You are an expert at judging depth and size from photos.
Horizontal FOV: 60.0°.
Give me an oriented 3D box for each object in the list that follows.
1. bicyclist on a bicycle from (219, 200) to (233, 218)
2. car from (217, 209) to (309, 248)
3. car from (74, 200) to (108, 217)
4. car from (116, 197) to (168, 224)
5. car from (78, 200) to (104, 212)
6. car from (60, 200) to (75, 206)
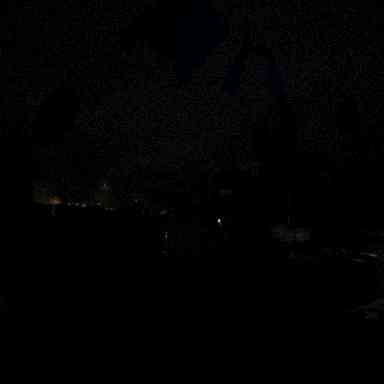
[{"bbox_3d":[2.764,1.425,26.185,1.656,1.620,0.582,0,0,-35],"label":"bicyclist on a bicycle"},{"bbox_3d":[3.034,1.568,15.167,1.837,1.490,4.892,0,-1,-30],"label":"car"},{"bbox_3d":[-10.400,1.853,34.733,1.895,1.301,4.718,0,0,-35],"label":"car"},{"bbox_3d":[-3.971,1.385,25.565,2.150,2.045,5.566,0,0,-35],"label":"car"},{"bbox_3d":[-13.401,1.823,44.013,1.837,1.490,4.892,0,0,-35],"label":"car"},{"bbox_3d":[-19.373,1.943,52.425,2.033,1.411,5.357,0,0,-35],"label":"car"}]
